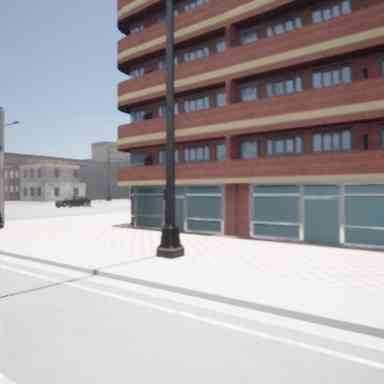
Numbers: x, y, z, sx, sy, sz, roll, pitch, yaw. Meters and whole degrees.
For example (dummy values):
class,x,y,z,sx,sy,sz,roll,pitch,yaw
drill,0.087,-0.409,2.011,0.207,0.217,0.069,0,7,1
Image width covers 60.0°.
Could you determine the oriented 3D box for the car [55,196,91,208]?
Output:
class,x,y,z,sx,sy,sz,roll,pitch,yaw
car,-16.129,1.315,45.161,1.882,1.535,5.008,0,1,37
